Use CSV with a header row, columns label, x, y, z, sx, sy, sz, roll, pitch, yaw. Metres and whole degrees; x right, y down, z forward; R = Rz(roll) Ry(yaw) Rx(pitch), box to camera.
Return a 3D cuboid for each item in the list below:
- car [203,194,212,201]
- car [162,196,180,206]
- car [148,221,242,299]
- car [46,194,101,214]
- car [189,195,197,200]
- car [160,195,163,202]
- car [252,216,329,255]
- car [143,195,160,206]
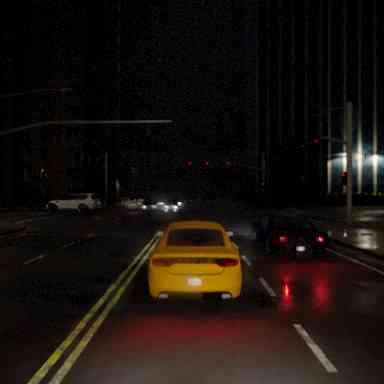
label,x,y,z,sx,sy,sz,roll,pitch,yaw
car,3.724,1.366,79.620,1.837,1.490,4.892,0,0,0
car,-3.421,1.557,55.245,1.895,1.301,4.718,0,0,0
car,0.078,1.471,8.475,1.882,1.535,5.008,0,0,1
car,-12.300,1.194,34.789,5.566,2.045,2.150,0,-1,9
car,0.225,1.304,80.170,1.994,1.385,4.181,0,0,0
car,-6.801,1.469,70.761,2.128,1.511,4.902,0,0,0
car,3.618,1.590,13.234,1.895,1.301,4.718,0,0,0
car,-6.918,1.434,55.407,1.882,1.535,5.008,0,0,0
